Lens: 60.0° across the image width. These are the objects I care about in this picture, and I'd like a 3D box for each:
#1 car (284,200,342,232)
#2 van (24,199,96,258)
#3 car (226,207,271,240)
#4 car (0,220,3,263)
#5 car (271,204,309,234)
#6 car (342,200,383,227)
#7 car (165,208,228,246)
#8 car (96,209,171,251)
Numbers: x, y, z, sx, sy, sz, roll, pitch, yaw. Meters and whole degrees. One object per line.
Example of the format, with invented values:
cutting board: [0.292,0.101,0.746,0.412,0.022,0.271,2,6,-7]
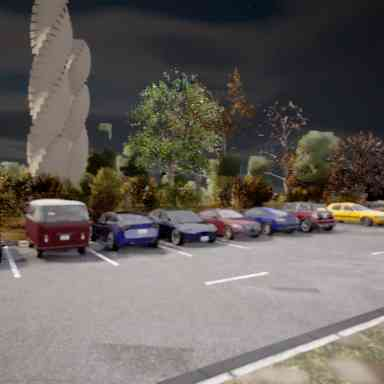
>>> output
car: [6.306,1.376,20.343,2.185,1.767,4.553,0,0,-32]
van: [-5.479,1.307,13.205,1.878,1.987,4.442,0,0,-32]
car: [1.603,1.563,17.464,2.002,1.452,4.674,0,0,-32]
car: [-7.852,1.403,11.558,2.185,1.767,4.553,0,0,-32]
car: [3.946,1.552,18.911,2.002,1.452,4.674,0,0,-32]
car: [11.065,1.458,23.113,1.946,1.575,5.366,0,0,-32]
car: [-0.724,1.560,15.982,2.163,1.488,4.792,0,0,-32]
car: [-3.094,1.561,14.582,2.163,1.488,4.792,0,0,-32]
